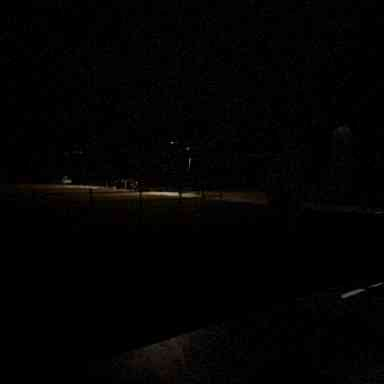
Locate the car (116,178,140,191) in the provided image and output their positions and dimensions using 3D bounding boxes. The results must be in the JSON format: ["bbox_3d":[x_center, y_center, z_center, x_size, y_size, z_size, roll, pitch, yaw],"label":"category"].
[{"bbox_3d":[-10.799,-1.320,55.465,2.150,2.045,5.566,0,2,-36],"label":"car"}]
